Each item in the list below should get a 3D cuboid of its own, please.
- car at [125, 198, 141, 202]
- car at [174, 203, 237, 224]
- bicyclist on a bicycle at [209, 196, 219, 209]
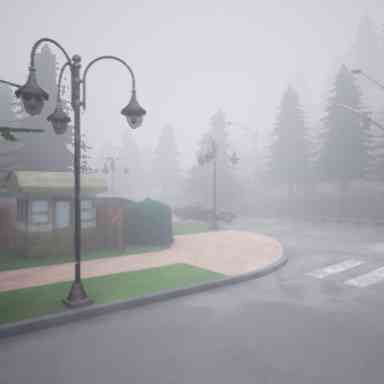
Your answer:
[{"bbox_3d":[-5.586,1.297,30.671,2.128,1.511,4.902,0,0,-39],"label":"car"},{"bbox_3d":[0.843,1.400,22.725,1.895,1.301,4.718,0,0,-39],"label":"car"},{"bbox_3d":[2.033,1.245,32.545,1.656,1.620,0.582,0,0,-39],"label":"bicyclist on a bicycle"}]
